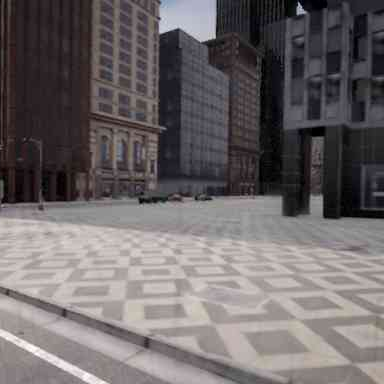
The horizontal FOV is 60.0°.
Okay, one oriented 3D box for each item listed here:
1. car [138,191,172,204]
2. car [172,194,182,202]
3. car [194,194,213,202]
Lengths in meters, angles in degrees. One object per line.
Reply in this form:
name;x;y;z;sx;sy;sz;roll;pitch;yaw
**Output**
car;-6.136;0.907;53.058;2.150;2.045;5.566;2;2;36
car;-3.619;1.107;61.838;1.812;1.442;4.674;2;1;35
car;2.199;1.147;64.867;1.812;1.442;4.674;2;1;35
